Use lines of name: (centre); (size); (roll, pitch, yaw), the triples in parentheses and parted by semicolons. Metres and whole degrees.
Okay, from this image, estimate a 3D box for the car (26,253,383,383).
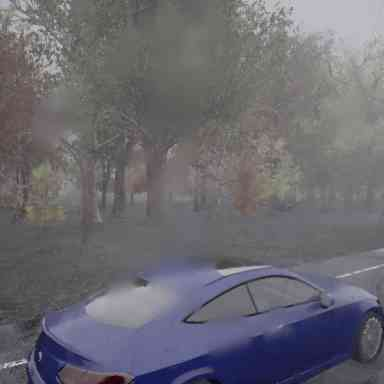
car: (0.551, 1.527, 4.144); (4.674, 1.442, 1.812); (0, 0, -36)
